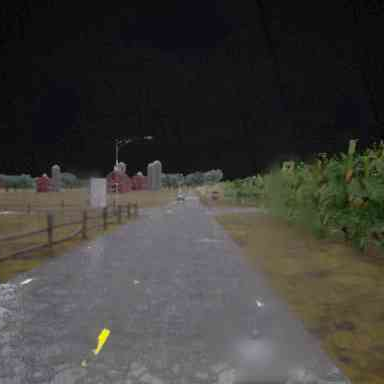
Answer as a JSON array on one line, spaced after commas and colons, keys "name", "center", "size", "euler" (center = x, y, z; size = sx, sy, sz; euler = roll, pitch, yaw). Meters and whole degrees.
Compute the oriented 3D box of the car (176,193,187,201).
[{"name": "car", "center": [-2.750, 1.336, 77.934], "size": [1.882, 1.535, 5.008], "euler": [0, 0, 0]}]
